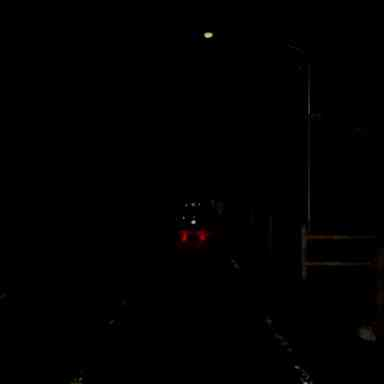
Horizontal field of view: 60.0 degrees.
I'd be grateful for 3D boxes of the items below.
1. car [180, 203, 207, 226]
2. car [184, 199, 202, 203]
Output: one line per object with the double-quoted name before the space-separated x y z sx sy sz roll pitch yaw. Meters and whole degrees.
"car" 0.105 1.736 24.337 1.895 1.301 4.718 0 0 0
"car" 0.107 1.611 41.280 2.097 1.767 4.553 0 0 0
